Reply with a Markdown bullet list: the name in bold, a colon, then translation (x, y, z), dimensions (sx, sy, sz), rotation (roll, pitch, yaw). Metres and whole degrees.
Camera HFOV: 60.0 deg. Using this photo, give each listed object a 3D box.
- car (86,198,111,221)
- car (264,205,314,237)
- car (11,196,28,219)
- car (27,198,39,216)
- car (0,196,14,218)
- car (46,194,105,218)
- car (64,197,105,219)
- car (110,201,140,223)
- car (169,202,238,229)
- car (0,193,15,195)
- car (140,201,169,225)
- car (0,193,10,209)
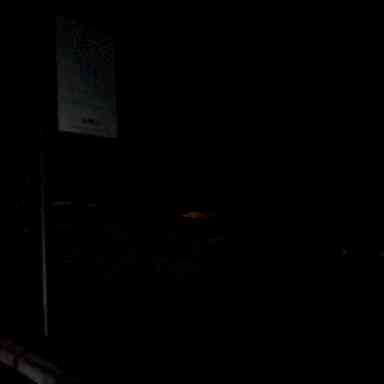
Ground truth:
- **car**: translation (-5.577, 1.467, 26.655), dimensions (2.097, 1.535, 5.008), rotation (0, 0, 35)
- **car**: translation (5.714, 1.512, 18.586), dimensions (2.163, 1.488, 4.792), rotation (0, 0, 35)
- **car**: translation (-14.633, 1.453, 33.081), dimensions (2.097, 1.535, 5.008), rotation (0, 0, 35)
- **car**: translation (-12.369, 1.460, 31.471), dimensions (2.231, 1.521, 4.892), rotation (0, 0, 35)
- **car**: translation (-16.786, 1.442, 34.845), dimensions (1.946, 1.575, 5.366), rotation (0, 0, 35)
- **car**: translation (-10.121, 1.210, 29.845), dimensions (2.435, 2.045, 5.566), rotation (0, 0, 35)
- **car**: translation (-7.839, 1.464, 28.264), dimensions (2.097, 1.535, 5.008), rotation (0, 0, 35)
- **car**: translation (-3.314, 1.472, 25.048), dimensions (2.231, 1.521, 4.892), rotation (0, 0, 35)
- **car**: translation (1.098, 1.474, 21.675), dimensions (1.946, 1.575, 5.366), rotation (0, 0, 35)
- **car**: translation (-23.697, 1.151, 39.497), dimensions (2.435, 2.045, 5.566), rotation (0, 0, 35)
- **car**: translation (-1.039, 1.503, 23.458), dimensions (2.163, 1.488, 4.792), rotation (0, 0, 35)
- **car**: translation (-25.927, 1.131, 41.152), dimensions (2.435, 2.045, 5.566), rotation (1, 0, 35)
